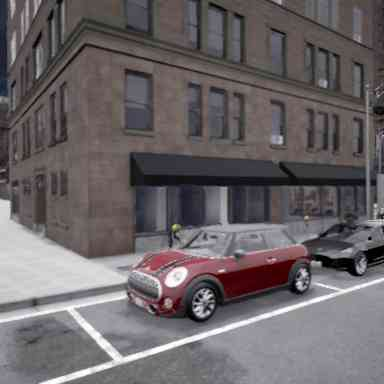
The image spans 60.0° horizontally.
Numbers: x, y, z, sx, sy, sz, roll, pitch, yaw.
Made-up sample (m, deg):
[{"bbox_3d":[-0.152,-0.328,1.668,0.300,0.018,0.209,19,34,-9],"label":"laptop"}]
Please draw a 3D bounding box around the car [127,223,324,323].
[{"bbox_3d":[0.676,1.453,7.144,4.097,1.590,1.967,0,-1,-35],"label":"car"}]

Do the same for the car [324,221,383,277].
[{"bbox_3d":[5.159,1.592,10.340,4.313,1.339,1.947,0,-1,-35],"label":"car"}]
